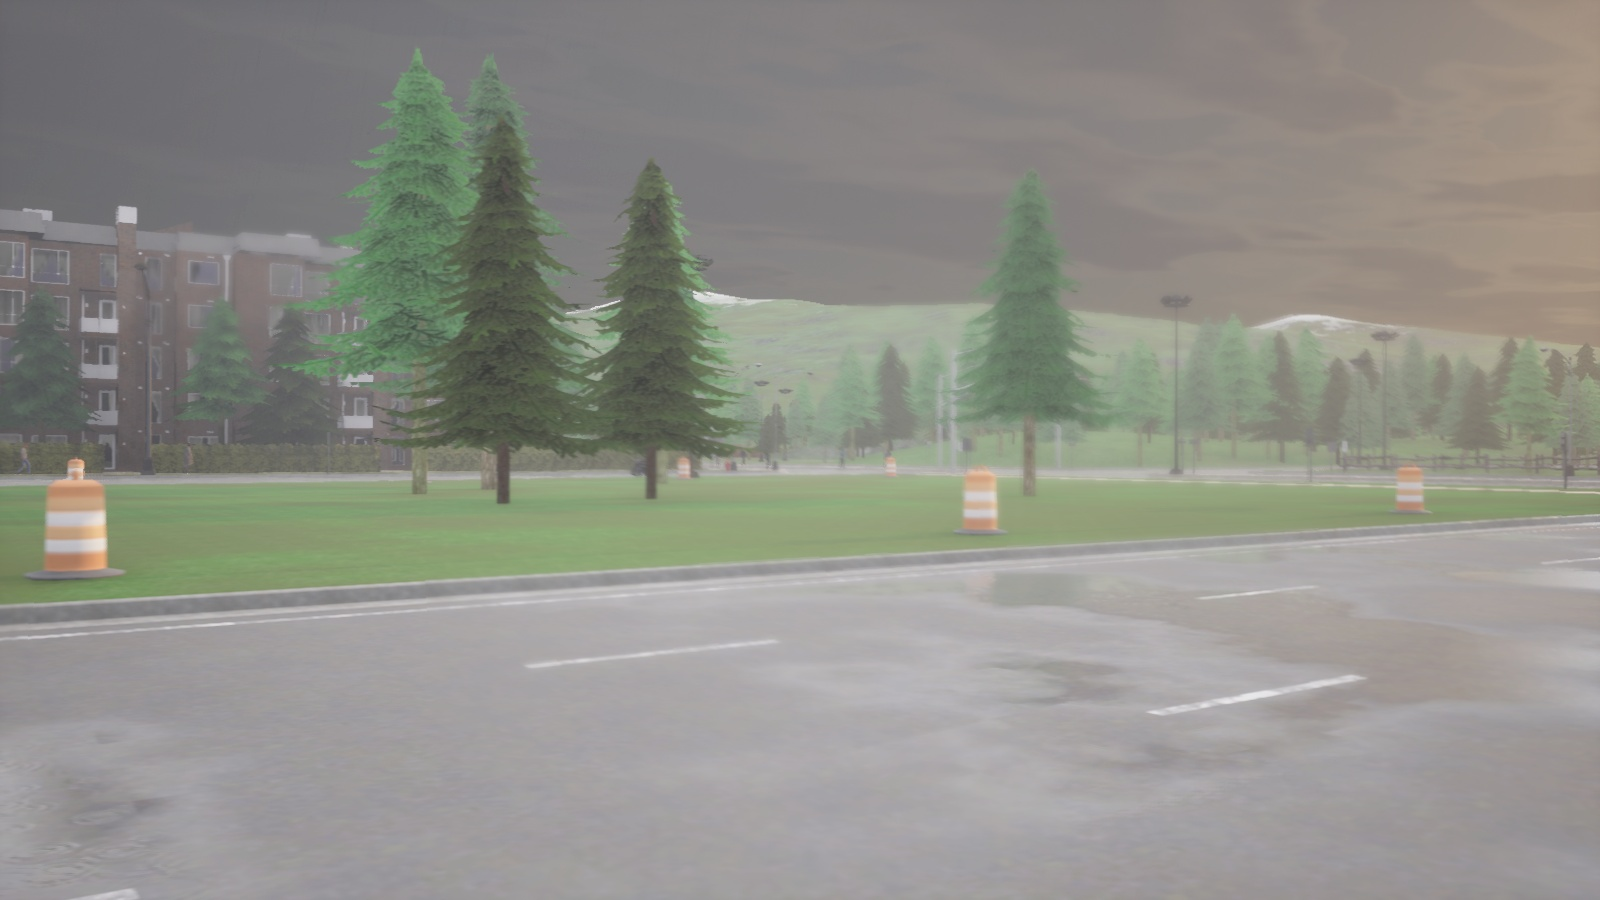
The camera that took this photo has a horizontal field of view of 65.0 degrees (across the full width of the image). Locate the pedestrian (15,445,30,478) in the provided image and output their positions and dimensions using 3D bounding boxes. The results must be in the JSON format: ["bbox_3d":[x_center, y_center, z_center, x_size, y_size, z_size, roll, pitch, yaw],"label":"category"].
[{"bbox_3d":[-43.588,0.639,70.407,0.706,1.836,0.354,0,0,-34],"label":"pedestrian"}]

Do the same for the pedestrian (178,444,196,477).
[{"bbox_3d":[-36.852,0.637,75.501,0.873,1.952,0.659,0,0,-33],"label":"pedestrian"}]

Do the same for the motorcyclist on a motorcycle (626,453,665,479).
[{"bbox_3d":[-9.377,0.987,76.227,2.191,1.530,0.866,-1,0,-35],"label":"motorcyclist on a motorcycle"}]
